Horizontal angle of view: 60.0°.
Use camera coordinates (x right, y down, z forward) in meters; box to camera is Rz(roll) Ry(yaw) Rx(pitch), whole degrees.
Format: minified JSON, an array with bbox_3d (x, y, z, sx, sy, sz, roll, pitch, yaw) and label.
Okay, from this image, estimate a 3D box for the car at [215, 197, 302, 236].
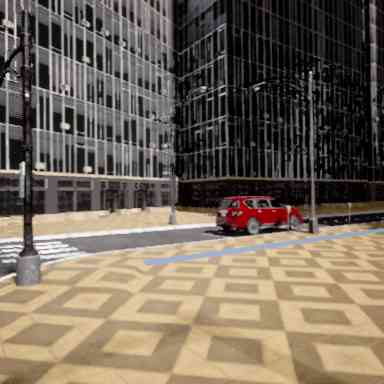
[{"bbox_3d":[3.461,1.148,17.184,5.009,1.841,2.192,0,-1,-35],"label":"car"}]
